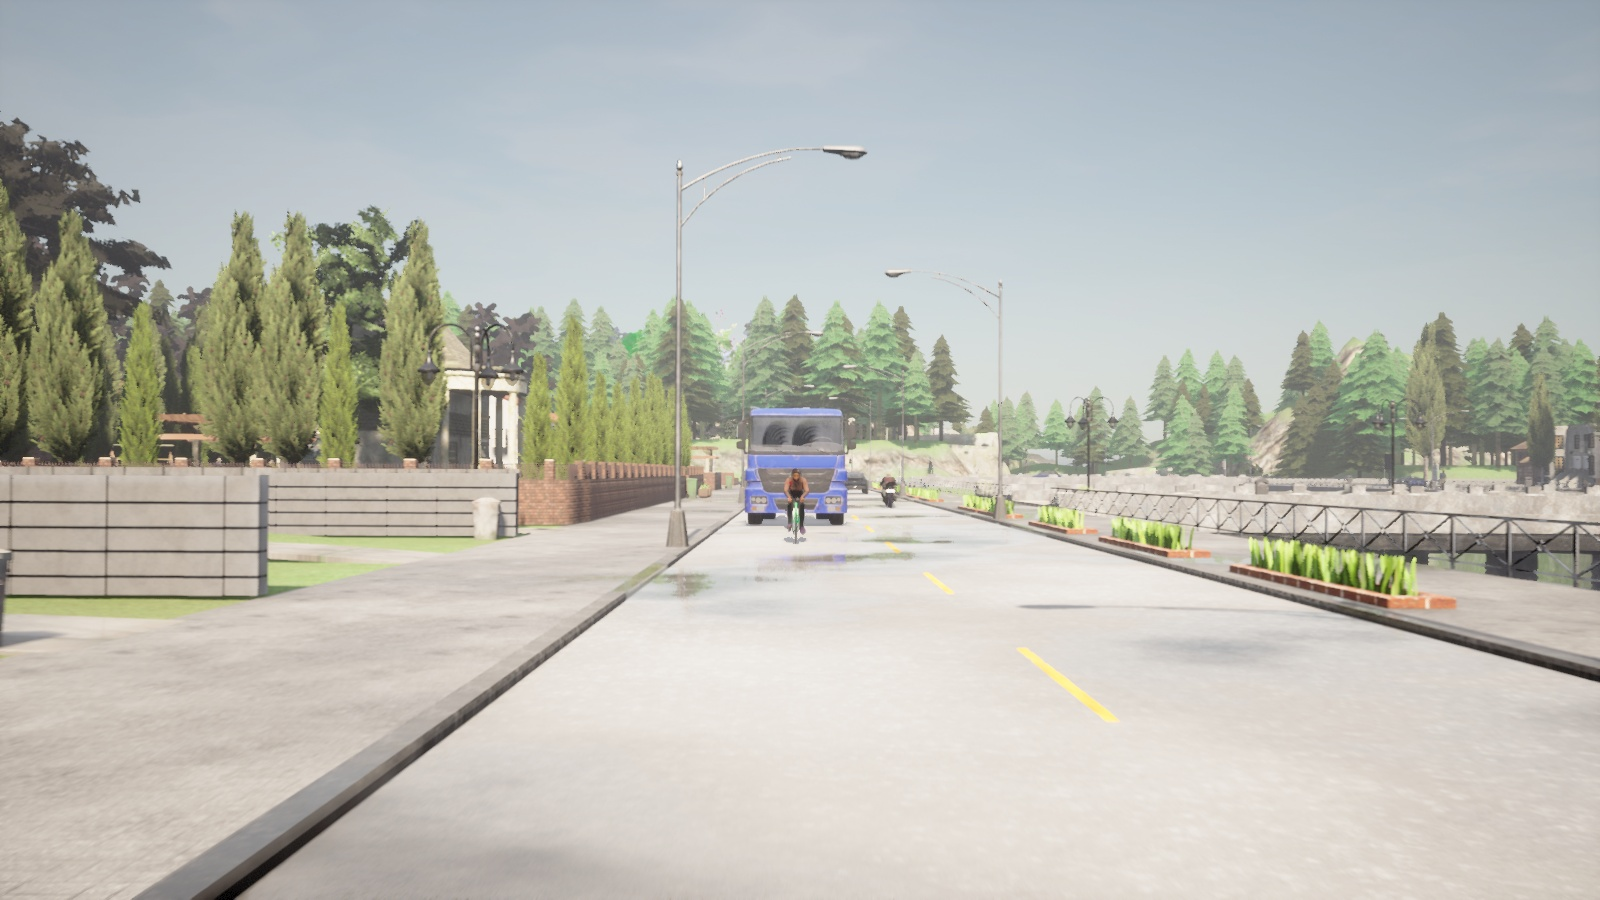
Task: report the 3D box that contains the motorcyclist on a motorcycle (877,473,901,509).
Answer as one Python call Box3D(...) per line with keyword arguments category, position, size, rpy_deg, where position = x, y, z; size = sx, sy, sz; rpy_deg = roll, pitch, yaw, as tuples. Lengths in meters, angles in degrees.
Box3D(category="motorcyclist on a motorcycle", position=(3.855, 1.750, 54.596), size=(0.866, 1.530, 2.191), rpy_deg=(0, -1, 0))

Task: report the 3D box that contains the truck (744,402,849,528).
Box3D(category="truck", position=(-0.108, 0.482, 38.670), size=(2.891, 3.462, 7.936), rpy_deg=(0, -1, 0))

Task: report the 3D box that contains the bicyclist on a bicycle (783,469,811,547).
Box3D(category="bicyclist on a bicycle", position=(-0.074, 1.222, 27.073), size=(0.582, 1.620, 1.656), rpy_deg=(0, -1, 0))

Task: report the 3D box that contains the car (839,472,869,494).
Box3D(category="car", position=(3.768, 2.283, 88.149), size=(1.837, 1.490, 4.892), rpy_deg=(0, -1, 0))
